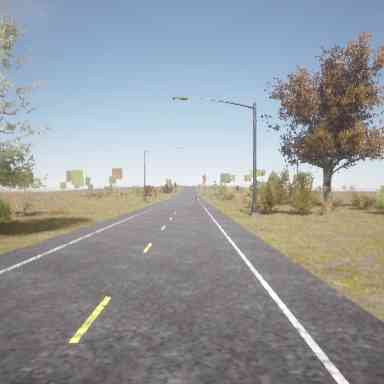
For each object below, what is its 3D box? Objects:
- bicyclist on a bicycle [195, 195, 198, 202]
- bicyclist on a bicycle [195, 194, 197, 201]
[{"bbox_3d":[0.976,1.431,75.082,0.582,1.620,1.656,1,0,0],"label":"bicyclist on a bicycle"},{"bbox_3d":[0.972,1.433,84.081,0.582,1.620,1.656,1,0,0],"label":"bicyclist on a bicycle"}]
